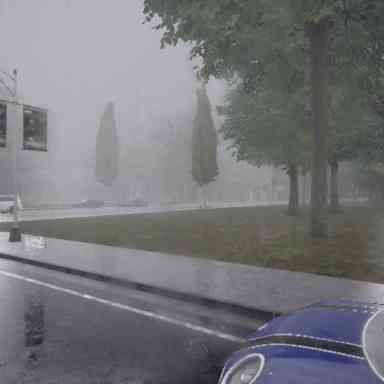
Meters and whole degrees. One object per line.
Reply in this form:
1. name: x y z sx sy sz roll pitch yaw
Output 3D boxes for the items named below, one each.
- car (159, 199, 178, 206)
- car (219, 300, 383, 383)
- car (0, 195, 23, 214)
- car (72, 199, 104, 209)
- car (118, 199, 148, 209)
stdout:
1. car: -4.502 1.993 64.880 1.994 1.385 4.181 0 -1 35
2. car: 2.352 1.352 2.014 4.553 1.767 2.097 0 0 35
3. car: -21.133 1.395 35.565 2.150 2.045 5.566 0 0 34
4. car: -15.413 1.732 49.420 1.882 1.535 5.008 0 0 35
5. car: -9.238 1.835 52.575 2.033 1.411 5.357 0 0 35
